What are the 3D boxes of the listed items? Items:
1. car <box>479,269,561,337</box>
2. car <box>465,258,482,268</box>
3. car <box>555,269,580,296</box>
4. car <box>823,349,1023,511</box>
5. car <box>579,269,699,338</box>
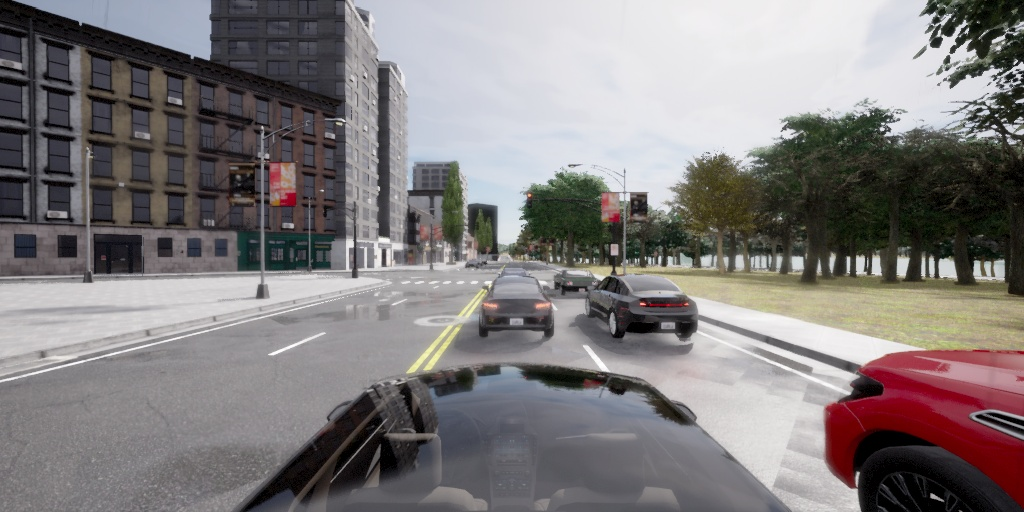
[{"bbox_3d":[0.114,1.274,10.163,1.812,1.442,4.674,0,0,0],"label":"car"},{"bbox_3d":[-6.502,1.297,59.173,1.994,1.385,4.181,0,0,0],"label":"car"},{"bbox_3d":[3.374,1.347,19.440,1.895,1.301,4.718,0,0,0],"label":"car"},{"bbox_3d":[3.348,0.972,0.207,2.150,2.045,5.566,0,0,0],"label":"car"},{"bbox_3d":[3.360,1.253,10.127,1.837,1.490,4.892,0,0,0],"label":"car"}]
